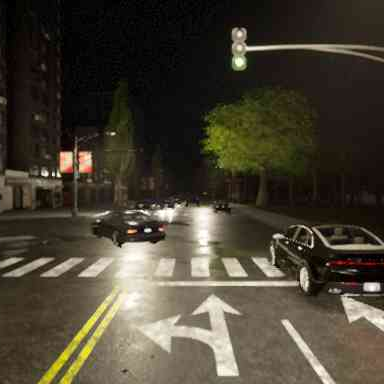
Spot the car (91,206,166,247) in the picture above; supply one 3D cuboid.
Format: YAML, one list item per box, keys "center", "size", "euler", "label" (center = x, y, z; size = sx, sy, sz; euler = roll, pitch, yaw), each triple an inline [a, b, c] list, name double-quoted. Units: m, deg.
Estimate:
- center: [-3.113, 1.586, 15.418]
  size: [2.033, 1.411, 5.357]
  euler: [0, 0, -32]
  label: "car"

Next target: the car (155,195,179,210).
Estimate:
- center: [-3.331, 1.598, 45.349]
  size: [2.128, 1.511, 4.902]
  euler: [0, 0, 0]
  label: "car"

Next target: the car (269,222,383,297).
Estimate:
- center: [3.349, 1.526, 8.609]
  size: [1.837, 1.490, 4.892]
  euler: [0, 0, 0]
  label: "car"

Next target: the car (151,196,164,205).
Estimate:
- center: [-6.505, 1.648, 63.647]
  size: [1.882, 1.535, 5.008]
  euler: [0, 0, 0]
  label: "car"

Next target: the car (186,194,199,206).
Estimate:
- center: [0.101, 1.369, 57.904]
  size: [2.150, 2.045, 5.566]
  euler: [0, 0, 0]
  label: "car"

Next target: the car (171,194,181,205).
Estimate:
- center: [-3.255, 1.395, 63.914]
  size: [2.150, 2.045, 5.566]
  euler: [0, 0, 0]
  label: "car"

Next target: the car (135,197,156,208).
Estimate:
- center: [-6.584, 1.599, 45.211]
  size: [2.128, 1.511, 4.902]
  euler: [0, 0, 0]
  label: "car"

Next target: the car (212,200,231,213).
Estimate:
- center: [3.350, 1.638, 38.181]
  size: [2.033, 1.411, 5.357]
  euler: [0, 0, 0]
  label: "car"
